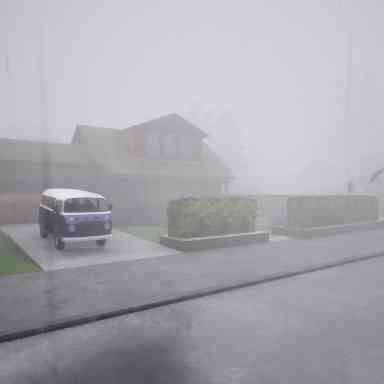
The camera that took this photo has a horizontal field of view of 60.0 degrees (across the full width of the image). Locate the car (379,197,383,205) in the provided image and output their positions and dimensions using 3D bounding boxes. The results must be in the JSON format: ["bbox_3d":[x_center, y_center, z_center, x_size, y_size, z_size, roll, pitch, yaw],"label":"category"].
[{"bbox_3d":[24.678,0.985,41.429,3.866,1.878,1.905,0,0,0],"label":"car"}]
